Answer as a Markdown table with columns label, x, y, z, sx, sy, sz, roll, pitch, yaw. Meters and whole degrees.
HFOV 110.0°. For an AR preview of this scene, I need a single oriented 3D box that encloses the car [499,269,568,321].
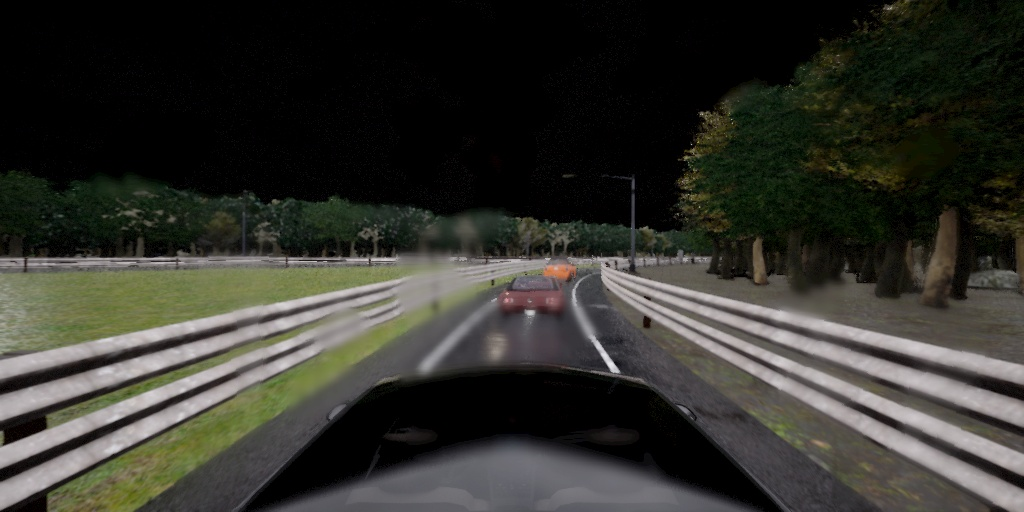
| label | x | y | z | sx | sy | sz | roll | pitch | yaw |
| --- | --- | --- | --- | --- | --- | --- | --- | --- | --- |
| car | 0.813 | 1.302 | 12.307 | 1.895 | 1.301 | 4.718 | 0 | 0 | 7 |

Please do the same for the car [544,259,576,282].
| label | x | y | z | sx | sy | sz | roll | pitch | yaw |
| --- | --- | --- | --- | --- | --- | --- | --- | --- | --- |
| car | 3.797 | 0.990 | 27.911 | 2.097 | 1.767 | 4.553 | 0 | 0 | 15 |
